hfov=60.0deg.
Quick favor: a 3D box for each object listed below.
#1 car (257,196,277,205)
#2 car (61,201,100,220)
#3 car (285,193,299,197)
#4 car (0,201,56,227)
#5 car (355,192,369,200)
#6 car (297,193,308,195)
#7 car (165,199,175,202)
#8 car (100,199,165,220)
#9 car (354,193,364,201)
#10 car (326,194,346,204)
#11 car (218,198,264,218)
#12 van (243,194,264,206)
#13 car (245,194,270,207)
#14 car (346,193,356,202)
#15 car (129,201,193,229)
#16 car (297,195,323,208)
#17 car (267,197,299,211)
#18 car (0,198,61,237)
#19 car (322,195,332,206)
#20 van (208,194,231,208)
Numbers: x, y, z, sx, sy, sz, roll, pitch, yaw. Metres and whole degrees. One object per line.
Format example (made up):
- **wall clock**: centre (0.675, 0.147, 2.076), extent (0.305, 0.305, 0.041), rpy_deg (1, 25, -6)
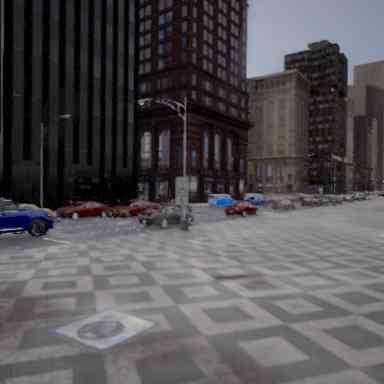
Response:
- **car**: centre (12.825, 1.405, 56.947), extent (1.802, 1.307, 4.206), rpy_deg (1, 1, 35)
- **car**: centre (-8.615, 1.422, 26.665), extent (1.887, 1.381, 4.507), rpy_deg (1, 1, 35)
- **car**: centre (18.952, 1.390, 65.600), extent (1.802, 1.307, 4.206), rpy_deg (1, 1, 35)
- **car**: centre (-11.776, 1.416, 22.201), extent (1.752, 1.417, 4.829), rpy_deg (1, 1, 35)
- **car**: centre (43.205, 1.414, 85.095), extent (1.947, 1.339, 4.313), rpy_deg (1, 1, 35)
- **car**: centre (22.019, 1.114, 69.923), extent (2.192, 1.841, 5.009), rpy_deg (1, 1, 35)
- **car**: centre (-2.490, 1.424, 35.317), extent (1.947, 1.339, 4.313), rpy_deg (1, 1, 35)
- **car**: centre (-4.791, 1.391, 27.458), extent (1.882, 1.535, 5.008), rpy_deg (1, 1, 35)
- **car**: centre (38.948, 1.446, 79.084), extent (1.947, 1.339, 4.313), rpy_deg (1, 1, 35)
- **car**: centre (26.463, 1.506, 61.457), extent (1.947, 1.339, 4.313), rpy_deg (1, 1, 35)
- **car**: centre (4.622, 1.536, 30.610), extent (1.887, 1.381, 4.507), rpy_deg (1, 1, 35)
- **van**: centre (9.765, 1.171, 52.618), extent (1.690, 1.788, 3.998), rpy_deg (1, 1, 35)
- **car**: centre (8.706, 1.357, 46.404), extent (1.882, 1.535, 5.008), rpy_deg (1, 1, 36)
- **car**: centre (32.705, 1.498, 70.270), extent (1.802, 1.307, 4.206), rpy_deg (1, 1, 35)
- **car**: centre (-1.617, 1.562, 21.798), extent (2.008, 1.369, 4.403), rpy_deg (1, 1, 35)
- **car**: centre (17.102, 1.507, 48.236), extent (1.887, 1.381, 4.507), rpy_deg (1, 1, 35)
- **car**: centre (10.862, 1.558, 39.424), extent (1.802, 1.307, 4.206), rpy_deg (1, 1, 35)
- **car**: centre (-9.409, 1.236, 15.576), extent (2.150, 2.045, 5.566), rpy_deg (1, 1, 35)
- **car**: centre (20.222, 1.521, 52.643), extent (1.947, 1.339, 4.313), rpy_deg (1, 1, 35)
- **van**: centre (3.639, 1.184, 43.967), extent (1.690, 1.788, 3.998), rpy_deg (1, 1, 35)
